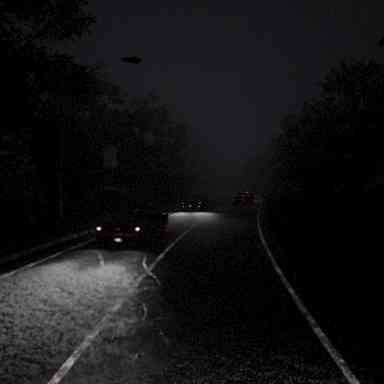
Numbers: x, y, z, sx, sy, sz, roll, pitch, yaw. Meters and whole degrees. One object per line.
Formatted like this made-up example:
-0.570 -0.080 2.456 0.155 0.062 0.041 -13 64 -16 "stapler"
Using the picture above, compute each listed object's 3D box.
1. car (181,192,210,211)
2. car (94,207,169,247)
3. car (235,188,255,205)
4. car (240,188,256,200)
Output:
0.369 0.787 28.763 1.837 1.490 4.892 0 2 12 "car"
-2.330 1.331 13.971 1.895 1.301 4.718 0 2 8 "car"
5.671 0.515 35.768 2.128 1.511 4.902 0 2 12 "car"
7.820 0.182 46.620 2.128 1.511 4.902 0 2 10 "car"
